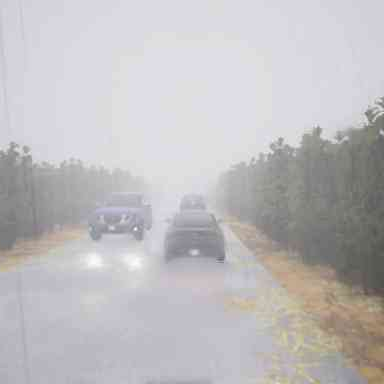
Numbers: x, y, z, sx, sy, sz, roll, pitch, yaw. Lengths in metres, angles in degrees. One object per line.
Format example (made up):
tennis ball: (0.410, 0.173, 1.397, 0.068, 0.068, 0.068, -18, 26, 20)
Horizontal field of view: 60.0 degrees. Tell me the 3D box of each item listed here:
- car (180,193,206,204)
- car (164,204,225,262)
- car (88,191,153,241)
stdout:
car: (0.089, 0.889, 27.938, 2.097, 1.767, 4.553, 0, 1, 0)
car: (0.081, 1.379, 11.582, 1.837, 1.490, 4.892, 0, 1, 0)
car: (-3.180, 1.018, 15.992, 2.150, 2.045, 5.566, 0, 1, 0)
